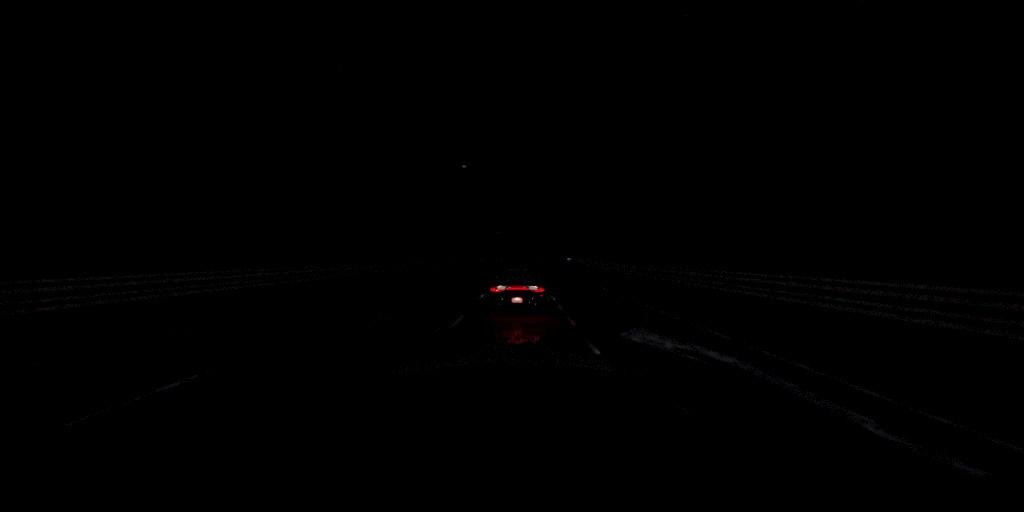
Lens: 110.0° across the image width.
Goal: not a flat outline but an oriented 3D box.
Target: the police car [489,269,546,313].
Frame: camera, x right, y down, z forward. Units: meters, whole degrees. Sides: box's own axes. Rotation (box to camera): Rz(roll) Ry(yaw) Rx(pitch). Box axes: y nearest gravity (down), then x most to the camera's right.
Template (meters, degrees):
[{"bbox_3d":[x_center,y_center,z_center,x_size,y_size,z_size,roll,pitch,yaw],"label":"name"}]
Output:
[{"bbox_3d":[0.237,1.285,14.176,2.038,1.542,4.974,0,0,1],"label":"police car"}]
